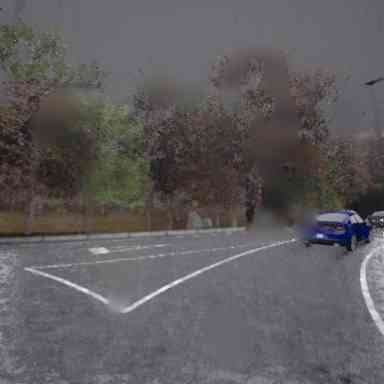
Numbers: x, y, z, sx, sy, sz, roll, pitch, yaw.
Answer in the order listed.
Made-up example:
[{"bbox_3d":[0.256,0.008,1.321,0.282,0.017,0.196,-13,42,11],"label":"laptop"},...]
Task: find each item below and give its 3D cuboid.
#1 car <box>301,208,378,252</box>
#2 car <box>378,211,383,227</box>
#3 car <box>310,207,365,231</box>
[{"bbox_3d":[6.490,1.588,14.638,1.882,1.535,5.008,0,-1,40],"label":"car"},{"bbox_3d":[17.888,2.579,31.136,4.892,1.490,1.837,6,-4,-43],"label":"car"},{"bbox_3d":[10.739,1.929,24.348,5.008,1.535,1.882,4,-2,-43],"label":"car"}]
